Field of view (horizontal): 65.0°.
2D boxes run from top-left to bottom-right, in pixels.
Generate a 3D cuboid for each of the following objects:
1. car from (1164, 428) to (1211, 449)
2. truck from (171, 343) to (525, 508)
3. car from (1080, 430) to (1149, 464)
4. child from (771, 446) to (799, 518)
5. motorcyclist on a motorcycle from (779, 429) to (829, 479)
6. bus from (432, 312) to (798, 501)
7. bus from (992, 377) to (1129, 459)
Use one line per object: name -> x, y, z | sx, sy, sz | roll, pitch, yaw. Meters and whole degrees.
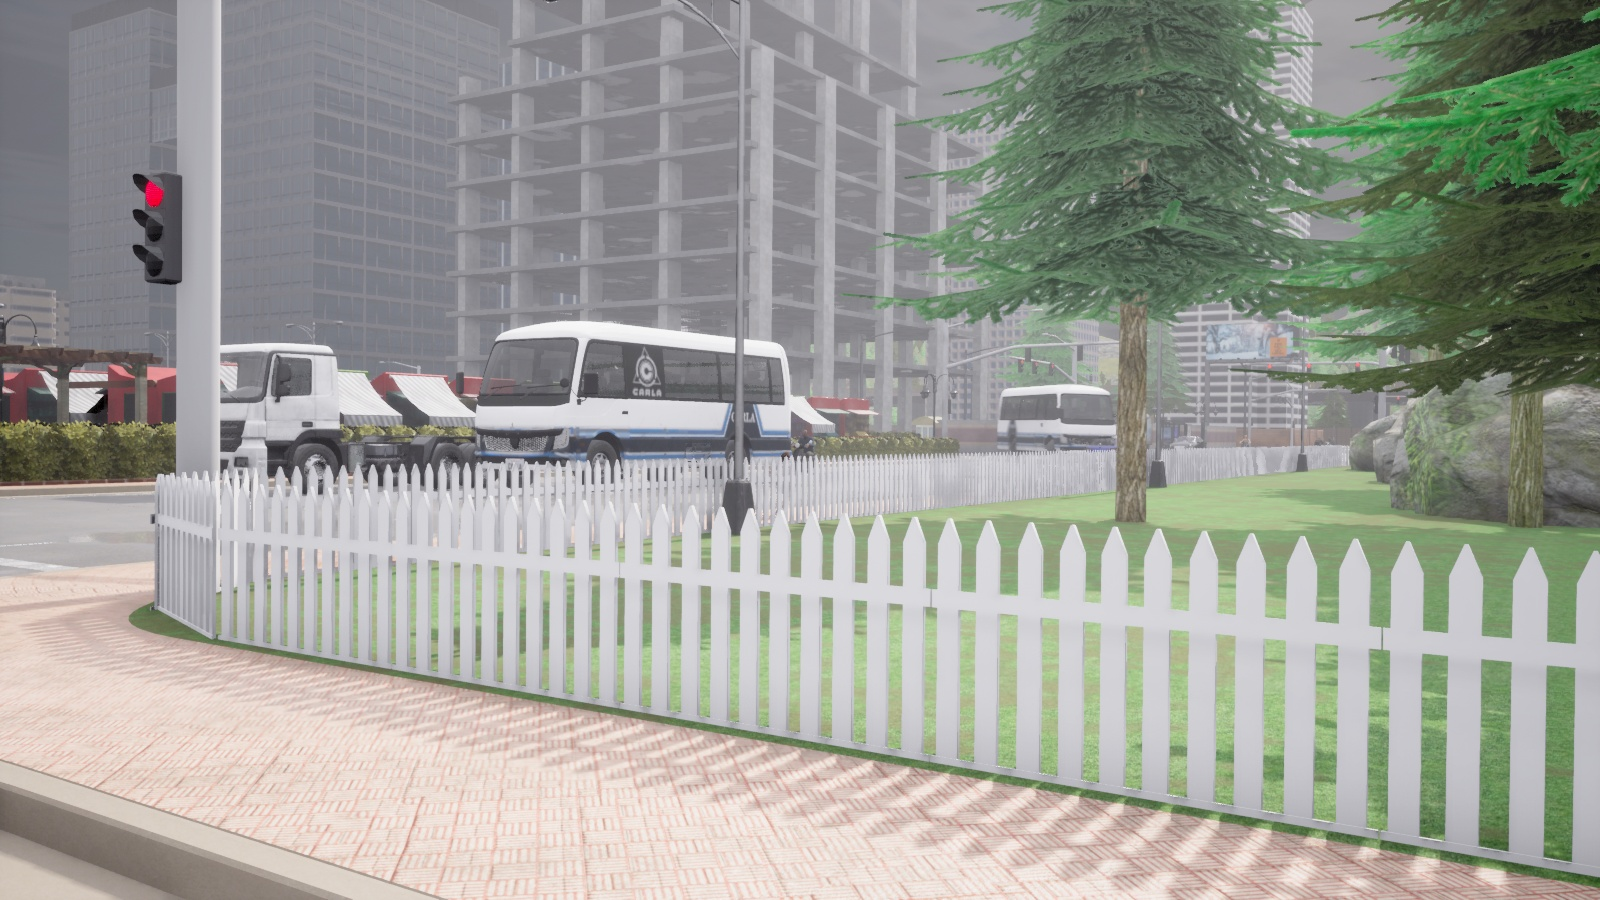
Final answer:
car -> 28.794, -0.845, 93.194 | 2.128, 1.511, 4.902 | 0, 1, 32
truck -> -10.611, -0.571, 30.501 | 2.891, 3.462, 7.936 | 0, 1, 32
car -> 14.279, -0.162, 56.946 | 1.816, 1.474, 4.193 | 0, 1, 32
child -> -0.236, 0.502, 19.767 | 0.255, 1.110, 0.394 | 0, 1, 32
motorcyclist on a motorcycle -> 0.135, 0.121, 41.216 | 0.866, 1.590, 1.817 | 0, 1, 30
bus -> -4.467, -1.065, 33.699 | 3.944, 4.253, 10.273 | 0, 1, 32
bus -> 14.349, -1.749, 70.425 | 3.944, 4.253, 10.273 | 0, 1, -10
